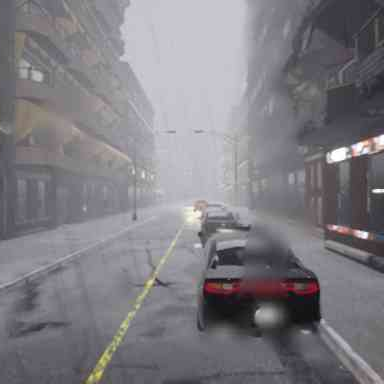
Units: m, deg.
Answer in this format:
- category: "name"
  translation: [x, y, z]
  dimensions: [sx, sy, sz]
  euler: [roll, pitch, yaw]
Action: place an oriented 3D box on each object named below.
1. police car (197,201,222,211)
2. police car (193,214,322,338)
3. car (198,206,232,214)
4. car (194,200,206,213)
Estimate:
- category: "police car"
  translation: [1.509, 1.678, 23.104]
  dimensions: [1.930, 1.638, 5.238]
  euler: [0, -1, 2]
- category: "police car"
  translation: [1.069, 1.499, 7.110]
  dimensions: [1.930, 1.638, 5.238]
  euler: [0, -1, 2]
- category: "car"
  translation: [1.341, 1.689, 16.996]
  dimensions: [1.837, 1.490, 4.892]
  euler: [0, -1, 2]
- category: "car"
  translation: [1.341, 1.874, 45.831]
  dimensions: [2.097, 1.767, 4.553]
  euler: [0, -1, 2]
